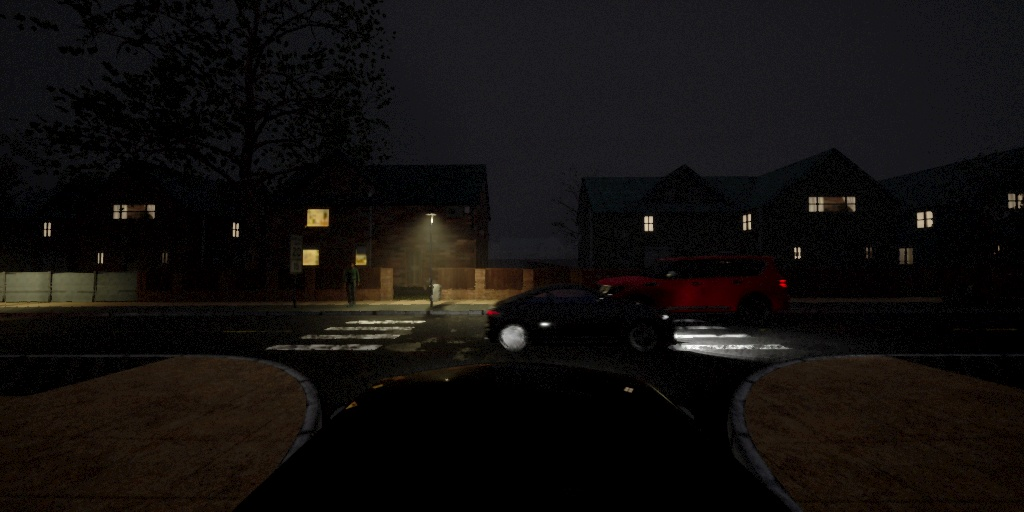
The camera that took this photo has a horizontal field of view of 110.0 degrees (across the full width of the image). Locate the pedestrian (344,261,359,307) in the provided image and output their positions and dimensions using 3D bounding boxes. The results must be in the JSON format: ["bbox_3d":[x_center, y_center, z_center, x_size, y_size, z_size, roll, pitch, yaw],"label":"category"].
[{"bbox_3d":[-6.453,1.113,14.428,0.375,1.860,0.375,0,-1,2],"label":"pedestrian"}]

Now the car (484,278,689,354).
[{"bbox_3d":[1.455,1.334,8.300,4.181,1.385,1.994,-1,-1,2],"label":"car"}]

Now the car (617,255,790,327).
[{"bbox_3d":[5.349,1.008,11.151,5.566,2.045,2.150,-1,-1,2],"label":"car"}]
